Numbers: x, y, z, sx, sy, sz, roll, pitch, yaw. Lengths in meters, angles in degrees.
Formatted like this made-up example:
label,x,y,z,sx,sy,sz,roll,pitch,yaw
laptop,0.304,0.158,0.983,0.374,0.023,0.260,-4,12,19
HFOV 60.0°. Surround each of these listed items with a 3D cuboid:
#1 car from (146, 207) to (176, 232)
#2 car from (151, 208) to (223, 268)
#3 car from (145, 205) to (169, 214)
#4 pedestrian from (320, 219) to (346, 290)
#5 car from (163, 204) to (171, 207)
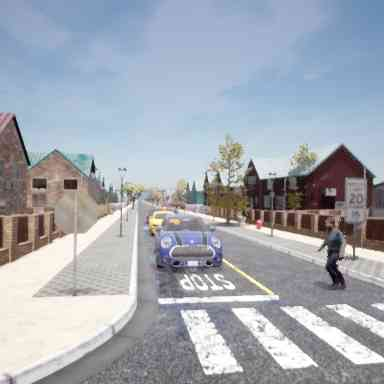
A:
label,x,y,z,sx,sy,sz,roll,pitch,yaw
car,-1.884,2.047,22.378,1.882,1.535,5.008,1,-2,-9
car,-0.288,1.653,12.385,2.097,1.767,4.553,1,-2,-8
car,-3.591,2.356,32.933,1.837,1.490,4.892,1,-1,-9
pedestrian,3.606,1.545,8.494,0.375,1.860,0.375,0,0,-9
car,-2.962,2.836,47.334,2.033,1.411,5.357,1,-2,-9
